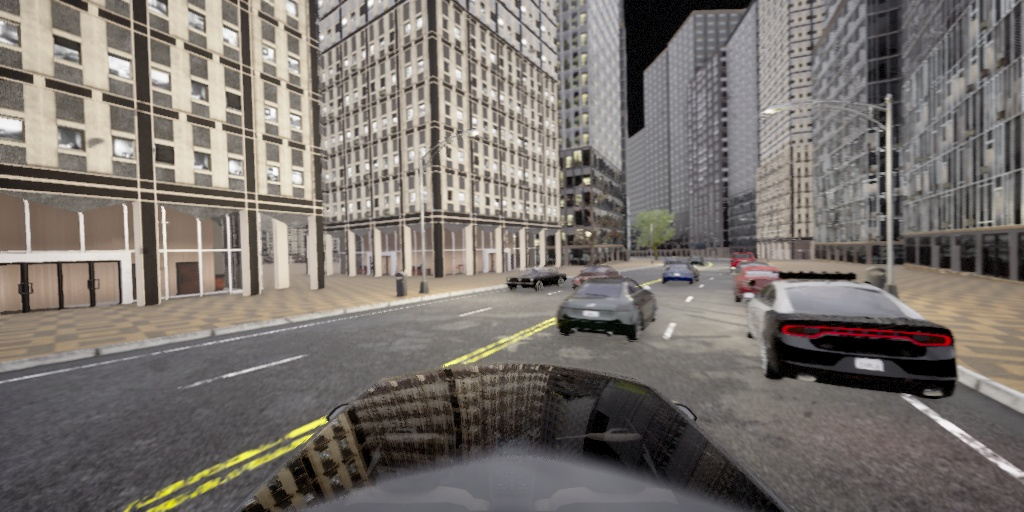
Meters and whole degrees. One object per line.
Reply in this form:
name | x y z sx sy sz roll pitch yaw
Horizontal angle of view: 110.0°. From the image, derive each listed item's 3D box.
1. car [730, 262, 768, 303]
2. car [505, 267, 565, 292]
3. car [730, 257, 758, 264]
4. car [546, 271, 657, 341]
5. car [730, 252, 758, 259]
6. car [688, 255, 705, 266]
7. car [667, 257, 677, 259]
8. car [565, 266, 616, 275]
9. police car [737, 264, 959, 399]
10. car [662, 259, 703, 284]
car | 10.342 1.126 15.003 1.812 1.442 4.674 -1 0 31
car | 1.534 1.329 21.247 1.895 1.301 4.718 -1 0 31
car | 13.410 1.034 19.986 1.882 1.535 5.008 -1 0 32
car | 2.765 1.275 9.947 1.994 1.385 4.181 -1 0 29
car | 23.465 0.631 36.328 2.150 2.045 5.566 -1 0 36
car | 28.135 0.672 54.871 2.097 1.767 4.553 -1 0 33
car | 24.829 0.915 55.667 2.033 1.411 5.357 -1 0 33
car | 4.970 1.242 20.606 1.994 1.385 4.181 -1 0 31
police car | 5.561 1.093 6.627 1.930 1.638 5.238 -1 0 28
car | 11.777 1.141 24.923 1.994 1.385 4.181 -1 0 33
